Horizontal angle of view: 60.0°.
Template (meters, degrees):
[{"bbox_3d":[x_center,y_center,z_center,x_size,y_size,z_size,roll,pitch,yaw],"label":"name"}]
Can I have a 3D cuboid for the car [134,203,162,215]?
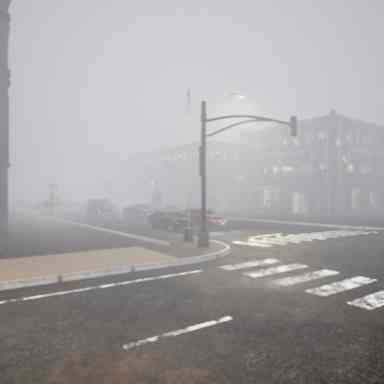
[{"bbox_3d":[-5.853,2.184,43.745,1.802,1.307,4.206,-1,0,-35],"label":"car"}]

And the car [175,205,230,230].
[{"bbox_3d":[0.789,1.901,24.457,1.812,1.442,4.674,0,-1,-35],"label":"car"}]

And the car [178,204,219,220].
[{"bbox_3d":[0.567,2.027,34.728,2.008,1.369,4.403,-1,0,-35],"label":"car"}]

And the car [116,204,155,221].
[{"bbox_3d":[-5.246,1.987,32.925,2.128,1.511,4.902,0,-1,-35],"label":"car"}]

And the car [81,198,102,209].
[{"bbox_3d":[-18.699,2.159,61.783,2.192,1.841,5.009,-1,0,-35],"label":"car"}]

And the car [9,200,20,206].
[{"bbox_3d":[-44.783,2.730,83.974,1.887,1.381,4.507,-1,0,-35],"label":"car"}]

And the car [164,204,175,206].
[{"bbox_3d":[-2.643,2.122,39.237,1.802,1.307,4.206,-1,0,-35],"label":"car"}]

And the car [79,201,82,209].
[{"bbox_3d":[-15.910,2.243,53.422,2.128,1.511,4.902,0,-1,-36],"label":"car"}]

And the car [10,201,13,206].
[{"bbox_3d":[-41.573,2.679,79.466,2.008,1.369,4.403,-1,0,-35],"label":"car"}]

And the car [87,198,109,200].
[{"bbox_3d":[-11.275,1.835,41.429,2.150,2.045,5.566,0,-1,-35],"label":"car"}]

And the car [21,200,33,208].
[{"bbox_3d":[-31.943,2.507,65.939,2.008,1.369,4.403,-1,0,-35],"label":"car"}]

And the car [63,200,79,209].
[{"bbox_3d":[-21.726,2.351,61.591,2.128,1.511,4.902,0,-1,-36],"label":"car"}]

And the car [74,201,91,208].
[{"bbox_3d":[-21.905,2.447,66.291,1.887,1.381,4.507,-1,0,-35],"label":"car"}]

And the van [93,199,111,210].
[{"bbox_3d":[-15.488,2.125,57.274,1.690,1.788,3.998,-1,0,-35],"label":"van"}]

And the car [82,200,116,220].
[{"bbox_3d":[-9.471,1.976,34.375,1.967,1.590,4.097,-1,0,-35],"label":"car"}]

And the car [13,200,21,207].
[{"bbox_3d":[-38.364,2.511,74.956,1.967,1.590,4.097,-1,0,-35],"label":"car"}]

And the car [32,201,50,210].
[{"bbox_3d":[-25.423,2.363,56.782,1.752,1.417,4.829,-1,0,-35],"label":"car"}]

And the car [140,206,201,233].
[{"bbox_3d":[-1.520,1.942,23.001,1.947,1.339,4.313,-1,0,-35],"label":"car"}]
